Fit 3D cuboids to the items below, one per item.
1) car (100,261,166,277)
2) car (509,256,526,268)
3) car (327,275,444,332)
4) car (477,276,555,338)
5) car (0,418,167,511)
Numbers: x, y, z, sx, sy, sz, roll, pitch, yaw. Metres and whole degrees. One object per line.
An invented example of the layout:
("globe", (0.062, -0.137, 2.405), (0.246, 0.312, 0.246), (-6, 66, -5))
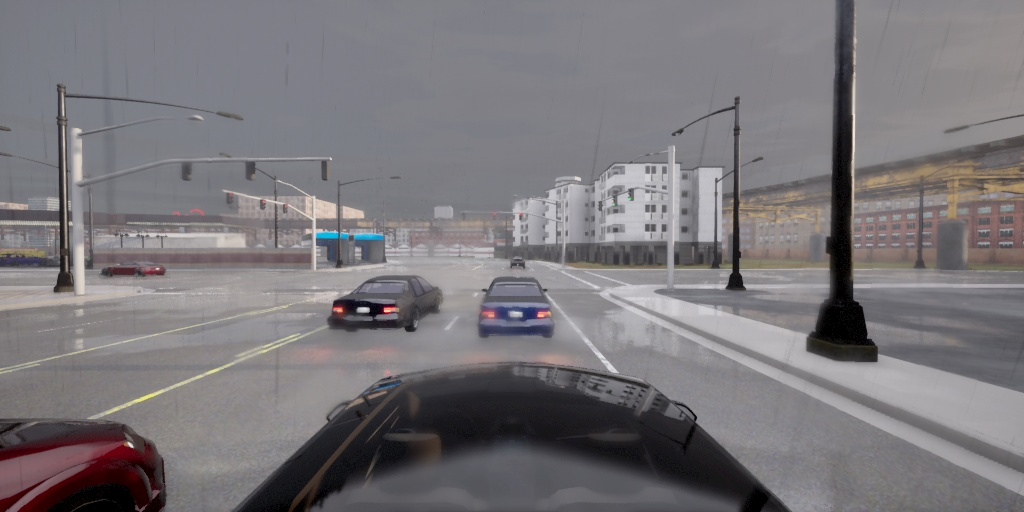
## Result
("car", (-32.685, 1.084, 30.995), (4.181, 1.385, 1.994), (0, 1, -1))
("car", (0.708, 0.773, 46.006), (1.837, 1.490, 4.892), (0, 1, 0))
("car", (-3.406, 1.274, 10.730), (2.033, 1.411, 5.357), (0, 0, 0))
("car", (0.090, 1.279, 10.128), (2.033, 1.411, 5.357), (0, 0, 0))
("car", (-3.395, 1.314, 0.733), (1.994, 1.385, 4.181), (0, 0, 0))
